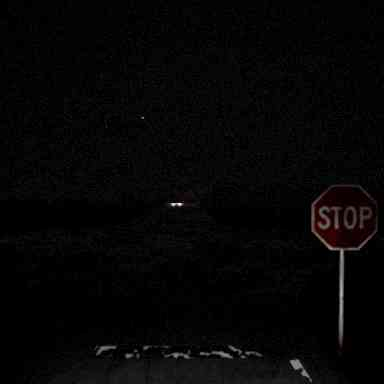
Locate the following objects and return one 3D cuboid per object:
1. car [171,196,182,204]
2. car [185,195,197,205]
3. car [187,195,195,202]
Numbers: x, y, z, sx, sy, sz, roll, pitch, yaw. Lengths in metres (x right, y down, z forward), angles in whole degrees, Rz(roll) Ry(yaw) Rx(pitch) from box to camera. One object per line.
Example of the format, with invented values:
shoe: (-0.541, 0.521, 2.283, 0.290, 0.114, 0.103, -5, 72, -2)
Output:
car: (-2.955, 1.542, 65.433, 1.994, 1.385, 4.181, 0, 0, 0)
car: (-0.189, 1.469, 60.411, 2.128, 1.511, 4.902, 0, 0, 0)
car: (-0.220, 1.407, 70.448, 1.812, 1.442, 4.674, 0, 0, 0)
